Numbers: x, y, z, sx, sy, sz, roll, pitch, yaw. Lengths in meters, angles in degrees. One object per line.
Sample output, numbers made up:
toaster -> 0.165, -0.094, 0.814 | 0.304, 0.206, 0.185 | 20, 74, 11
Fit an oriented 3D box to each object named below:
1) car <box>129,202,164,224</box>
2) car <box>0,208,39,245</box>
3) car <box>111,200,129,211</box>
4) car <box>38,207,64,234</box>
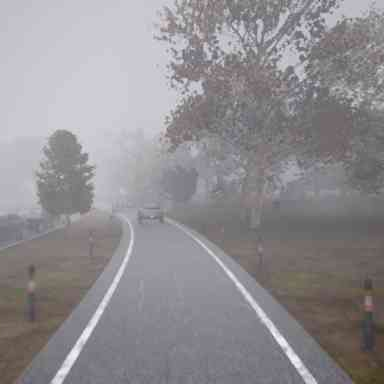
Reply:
car -> -3.341, 1.496, 25.375 | 2.128, 1.511, 4.902 | -1, 0, -14
car -> -9.594, 1.752, 16.049 | 2.231, 1.521, 4.892 | 0, -1, -5
car -> -8.970, 1.637, 42.148 | 1.895, 1.301, 4.718 | -1, 1, -23
car -> -10.292, 1.789, 21.715 | 2.097, 1.535, 5.008 | 0, -1, -7
